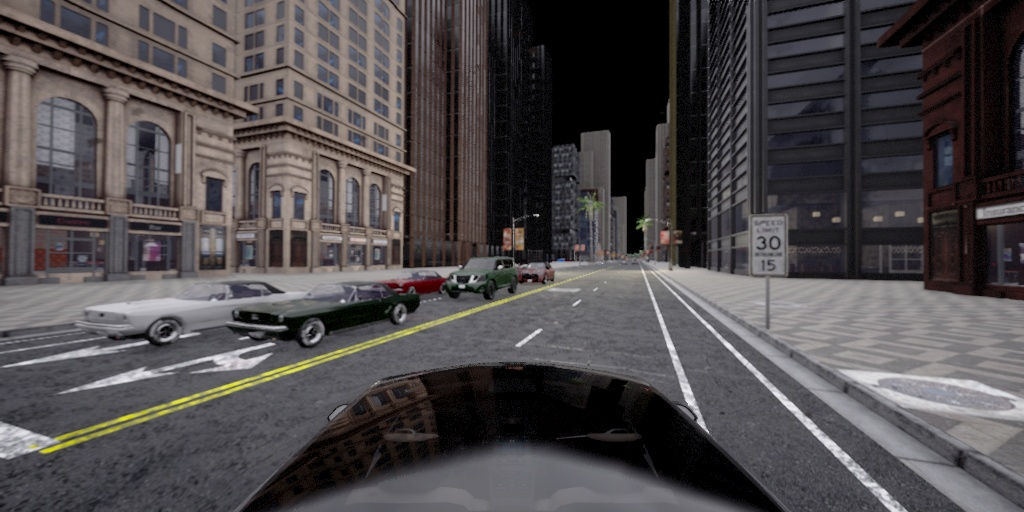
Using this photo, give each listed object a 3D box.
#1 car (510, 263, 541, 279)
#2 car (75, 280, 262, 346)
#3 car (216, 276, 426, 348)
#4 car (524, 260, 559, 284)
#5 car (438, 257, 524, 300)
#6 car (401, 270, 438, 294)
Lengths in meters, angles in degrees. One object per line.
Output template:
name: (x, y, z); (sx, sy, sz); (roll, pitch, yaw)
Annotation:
car: (1.433, 1.464, 36.429); (1.812, 1.442, 4.674); (0, 0, 20)
car: (-8.012, 1.358, 9.717); (1.895, 1.301, 4.718); (0, 0, 19)
car: (-4.605, 1.371, 9.608); (1.895, 1.301, 4.718); (0, 0, 22)
car: (2.020, 1.248, 28.445); (2.097, 1.767, 4.553); (0, 0, 19)
car: (-1.354, 1.052, 18.815); (2.150, 2.045, 5.566); (0, 0, 19)
car: (-4.969, 1.414, 18.359); (1.895, 1.301, 4.718); (0, 0, 19)
